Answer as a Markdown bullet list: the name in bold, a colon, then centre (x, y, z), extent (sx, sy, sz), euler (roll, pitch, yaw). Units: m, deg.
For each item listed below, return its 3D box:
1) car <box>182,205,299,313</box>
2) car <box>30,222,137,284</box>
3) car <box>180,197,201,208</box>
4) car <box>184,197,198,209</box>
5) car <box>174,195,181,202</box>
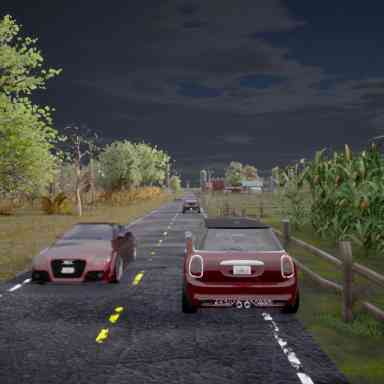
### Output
- **car**: centre (0.873, 1.350, 7.800), extent (2.097, 1.767, 4.553), euler (0, 0, 0)
- **car**: centre (-2.784, 1.562, 9.454), extent (1.994, 1.385, 4.181), euler (0, 0, 0)
- **car**: centre (-0.061, 1.483, 35.993), extent (1.837, 1.490, 4.892), euler (0, 0, 0)
- **car**: centre (-0.110, 1.468, 45.903), extent (1.837, 1.490, 4.892), euler (0, 0, 0)
- **car**: centre (-3.034, 1.468, 74.821), extent (1.994, 1.385, 4.181), euler (0, 0, 0)
